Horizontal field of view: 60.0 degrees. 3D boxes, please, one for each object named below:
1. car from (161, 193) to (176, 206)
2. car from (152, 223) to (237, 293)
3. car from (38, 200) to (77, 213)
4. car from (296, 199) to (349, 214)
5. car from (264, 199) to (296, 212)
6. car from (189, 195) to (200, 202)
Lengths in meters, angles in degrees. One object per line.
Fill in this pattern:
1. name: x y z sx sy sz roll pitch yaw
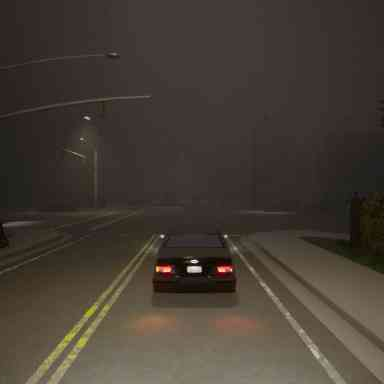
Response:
1. car: -3.721 1.221 53.992 2.150 2.045 5.566 0 0 0
2. car: 0.053 1.547 8.959 2.033 1.411 5.357 0 0 0
3. car: -15.552 1.664 38.506 4.181 1.385 1.994 -1 0 -1
4. car: 14.096 1.479 35.309 4.902 1.511 2.128 0 0 0
5. car: 10.812 1.524 38.823 4.674 1.442 1.812 0 0 0
6. car: 0.552 1.527 78.989 2.033 1.411 5.357 0 0 12
